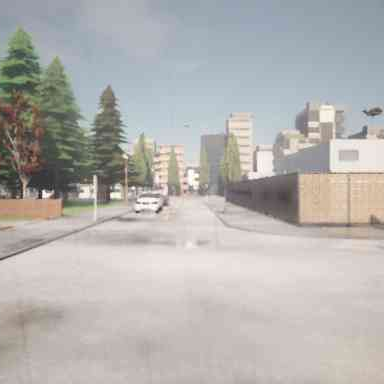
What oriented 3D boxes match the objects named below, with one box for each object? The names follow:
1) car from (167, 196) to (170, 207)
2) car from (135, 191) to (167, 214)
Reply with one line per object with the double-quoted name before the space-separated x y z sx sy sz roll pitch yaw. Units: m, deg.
"car" -4.048 1.120 44.383 1.882 1.535 5.008 0 1 0
"car" -4.066 0.960 32.356 2.150 2.045 5.566 0 0 1
